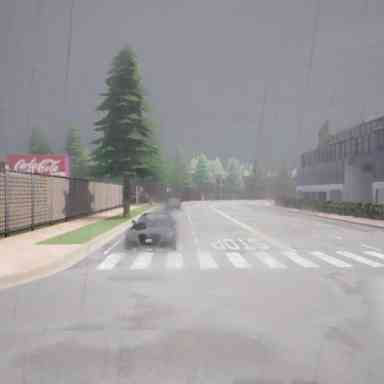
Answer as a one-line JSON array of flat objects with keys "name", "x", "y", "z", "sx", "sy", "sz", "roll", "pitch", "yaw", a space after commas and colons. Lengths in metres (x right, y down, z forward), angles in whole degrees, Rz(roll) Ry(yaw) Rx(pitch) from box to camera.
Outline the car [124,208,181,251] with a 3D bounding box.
[{"name": "car", "x": -1.549, "y": 1.572, "z": 14.055, "sx": 1.994, "sy": 1.385, "sz": 4.181, "roll": 0, "pitch": 0, "yaw": 0}]

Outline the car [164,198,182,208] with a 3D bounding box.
[{"name": "car", "x": -2.315, "y": 1.533, "z": 40.613, "sx": 1.837, "sy": 1.490, "sz": 4.892, "roll": 0, "pitch": 0, "yaw": -1}]
